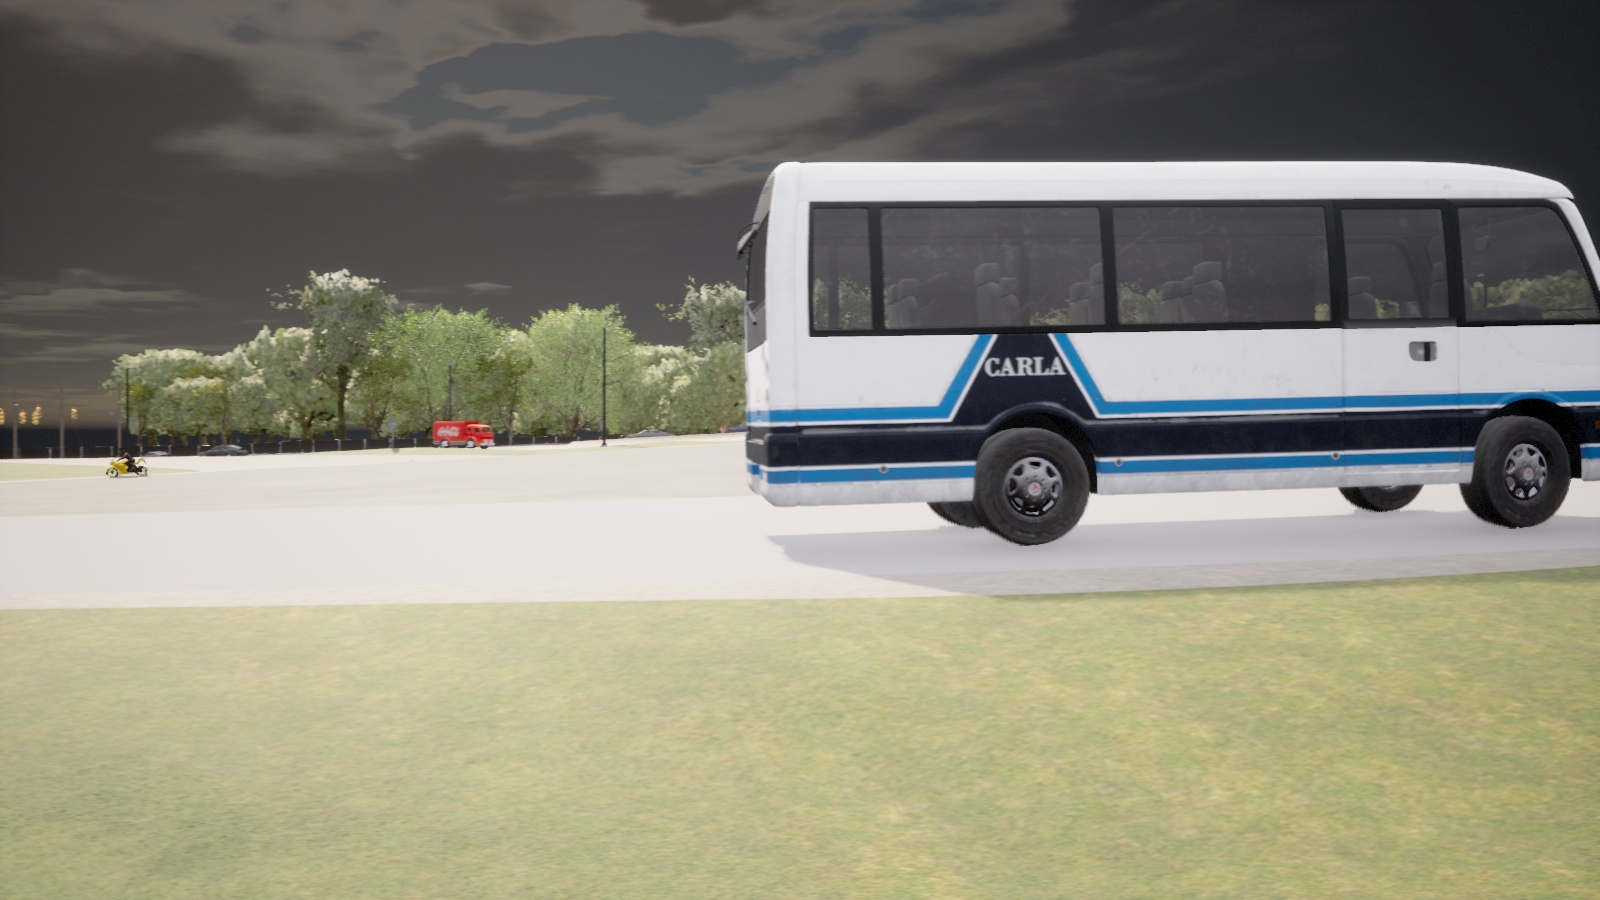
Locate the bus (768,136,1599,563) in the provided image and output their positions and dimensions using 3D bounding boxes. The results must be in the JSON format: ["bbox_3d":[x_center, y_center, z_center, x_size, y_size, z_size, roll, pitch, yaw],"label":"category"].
[{"bbox_3d":[4.958,-1.147,15.118,10.273,4.253,3.944,-1,2,-7],"label":"bus"}]

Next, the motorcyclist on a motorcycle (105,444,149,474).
[{"bbox_3d":[-36.798,0.469,68.657,2.044,1.523,0.797,-3,2,-28],"label":"motorcyclist on a motorcycle"}]
